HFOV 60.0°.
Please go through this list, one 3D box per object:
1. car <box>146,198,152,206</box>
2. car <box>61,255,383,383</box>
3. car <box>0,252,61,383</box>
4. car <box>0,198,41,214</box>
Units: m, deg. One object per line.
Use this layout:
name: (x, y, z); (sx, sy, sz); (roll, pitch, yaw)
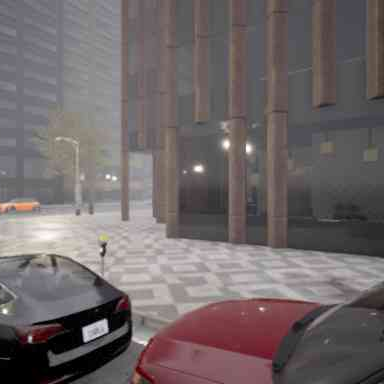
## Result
car: (-5.484, 1.327, 57.958); (2.150, 2.045, 5.566); (0, 0, 36)
car: (1.824, 1.312, 1.666); (5.009, 1.841, 2.192); (0, 0, 35)
car: (-2.772, 1.593, 4.927); (4.313, 1.339, 1.947); (0, 0, 35)
car: (-19.726, 1.505, 37.875); (2.097, 1.767, 4.553); (0, 0, 35)
